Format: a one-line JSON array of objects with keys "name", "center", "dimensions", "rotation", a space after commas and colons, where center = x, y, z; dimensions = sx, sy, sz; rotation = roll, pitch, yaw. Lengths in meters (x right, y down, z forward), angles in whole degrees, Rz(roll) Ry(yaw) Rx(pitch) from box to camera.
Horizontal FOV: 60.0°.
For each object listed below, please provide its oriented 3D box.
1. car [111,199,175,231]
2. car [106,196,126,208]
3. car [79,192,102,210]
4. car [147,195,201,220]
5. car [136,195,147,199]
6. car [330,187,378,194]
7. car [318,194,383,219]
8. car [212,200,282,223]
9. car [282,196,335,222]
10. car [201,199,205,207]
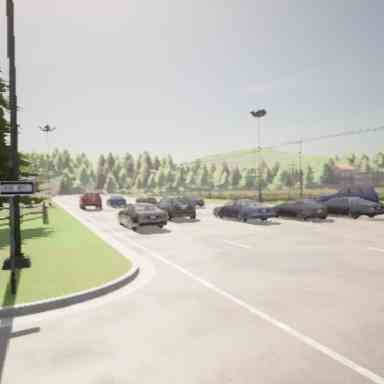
[{"name": "car", "center": [-3.098, 1.385, 19.745], "dimensions": [2.033, 1.411, 5.357], "rotation": [-2, 1, -24]}, {"name": "car", "center": [-9.918, 1.199, 43.217], "dimensions": [1.882, 1.535, 5.008], "rotation": [-2, 1, -24]}, {"name": "car", "center": [-12.103, 1.031, 39.552], "dimensions": [2.150, 2.045, 5.566], "rotation": [-2, 1, -24]}, {"name": "car", "center": [-1.462, 1.099, 24.596], "dimensions": [2.097, 1.767, 4.553], "rotation": [-2, 1, -24]}, {"name": "car", "center": [-6.095, 1.130, 43.266], "dimensions": [2.128, 1.511, 4.902], "rotation": [-2, 1, -24]}, {"name": "car", "center": [15.075, 0.528, 32.418], "dimensions": [5.566, 2.045, 2.150], "rotation": [-1, 1, 23]}, {"name": "car", "center": [10.706, 1.050, 23.196], "dimensions": [2.033, 1.411, 5.357], "rotation": [-2, 1, -24]}, {"name": "car", "center": [3.341, 1.216, 22.493], "dimensions": [2.033, 1.411, 5.357], "rotation": [-2, 1, -24]}, {"name": "car", "center": [7.137, 1.150, 22.595], "dimensions": [1.994, 1.385, 4.181], "rotation": [-2, 1, -24]}, {"name": "car", "center": [-0.334, 1.110, 39.042], "dimensions": [2.033, 1.411, 5.357], "rotation": [-2, 1, -24]}]
